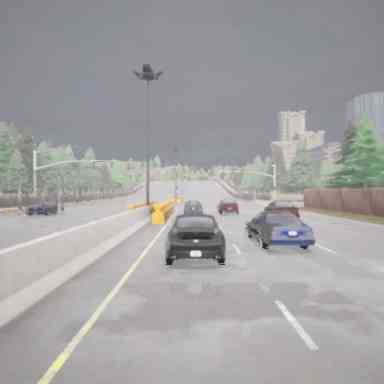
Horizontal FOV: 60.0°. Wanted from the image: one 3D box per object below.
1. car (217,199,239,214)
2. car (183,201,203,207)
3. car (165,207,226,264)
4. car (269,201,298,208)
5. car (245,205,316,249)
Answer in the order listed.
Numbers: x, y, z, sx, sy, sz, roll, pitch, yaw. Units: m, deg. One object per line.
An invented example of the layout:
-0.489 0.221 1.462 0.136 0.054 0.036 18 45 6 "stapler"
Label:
3.621 1.442 34.199 1.882 1.535 5.008 0 0 0 "car"
0.120 1.514 31.701 2.033 1.411 5.357 0 0 0 "car"
0.107 1.491 11.695 1.837 1.490 4.892 0 0 0 "car"
7.116 1.450 26.923 1.882 1.535 5.008 0 0 0 "car"
3.612 1.532 14.488 2.033 1.411 5.357 0 0 0 "car"
